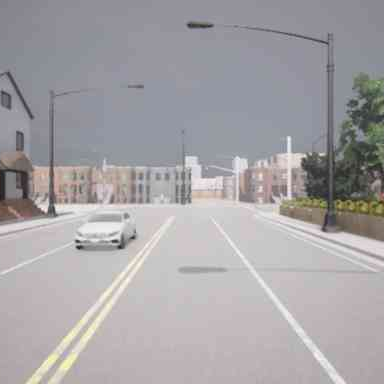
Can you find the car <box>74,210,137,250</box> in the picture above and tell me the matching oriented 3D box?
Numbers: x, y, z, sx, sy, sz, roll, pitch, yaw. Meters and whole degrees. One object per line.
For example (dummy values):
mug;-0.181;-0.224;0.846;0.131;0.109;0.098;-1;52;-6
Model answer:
car;-3.591;1.531;14.582;1.812;1.442;4.674;0;0;0
